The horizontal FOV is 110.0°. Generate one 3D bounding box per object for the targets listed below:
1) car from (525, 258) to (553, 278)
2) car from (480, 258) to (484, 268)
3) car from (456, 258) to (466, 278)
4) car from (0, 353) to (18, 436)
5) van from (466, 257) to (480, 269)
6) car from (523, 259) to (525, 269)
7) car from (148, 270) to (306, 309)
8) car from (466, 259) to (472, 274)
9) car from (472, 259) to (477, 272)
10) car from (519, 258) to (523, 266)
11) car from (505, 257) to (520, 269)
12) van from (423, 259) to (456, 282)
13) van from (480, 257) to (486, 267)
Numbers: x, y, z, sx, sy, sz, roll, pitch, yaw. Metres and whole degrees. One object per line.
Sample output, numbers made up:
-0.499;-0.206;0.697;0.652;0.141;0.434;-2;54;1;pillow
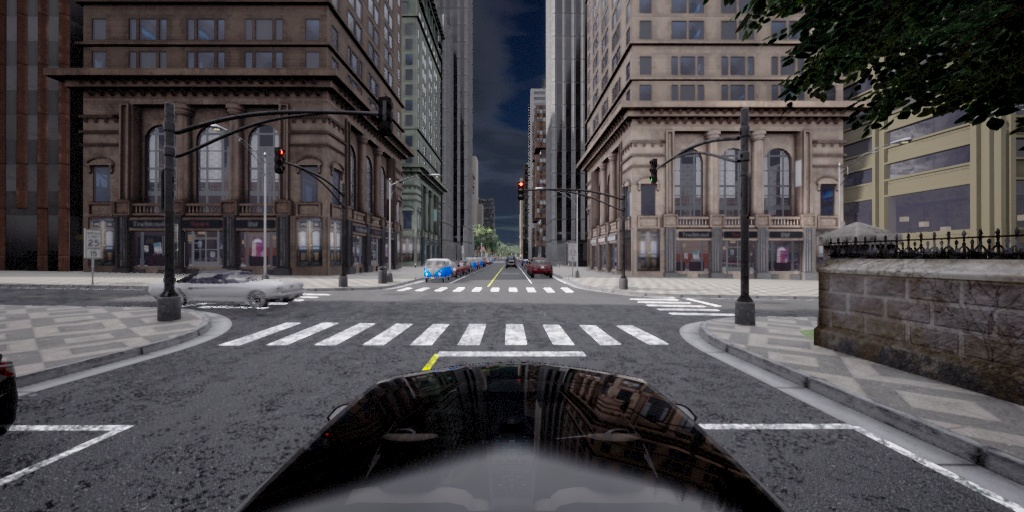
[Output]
2.678;1.083;33.860;2.192;1.841;5.009;0;0;0;car
-5.904;1.344;55.594;1.888;1.381;4.507;0;0;0;car
-5.847;1.208;33.829;1.967;1.591;4.097;0;0;0;car
-5.762;1.316;1.732;1.948;1.339;4.313;0;0;0;car
-5.890;1.132;50.153;1.690;1.789;3.998;0;0;0;van
2.664;1.090;39.301;2.192;1.841;5.009;0;0;0;car
-10.625;1.211;13.672;4.718;1.301;1.895;1;0;0;car
-5.861;1.320;39.270;1.888;1.381;4.507;0;0;0;car
-5.876;1.349;44.711;1.948;1.339;4.313;0;0;0;car
2.621;1.349;55.623;2.007;1.370;4.403;0;0;0;car
-0.099;1.309;59.049;1.837;1.490;4.892;0;0;1;car
-5.833;1.103;28.389;1.690;1.789;3.998;0;0;0;van
-5.919;1.148;61.035;1.690;1.789;3.998;0;0;0;van
